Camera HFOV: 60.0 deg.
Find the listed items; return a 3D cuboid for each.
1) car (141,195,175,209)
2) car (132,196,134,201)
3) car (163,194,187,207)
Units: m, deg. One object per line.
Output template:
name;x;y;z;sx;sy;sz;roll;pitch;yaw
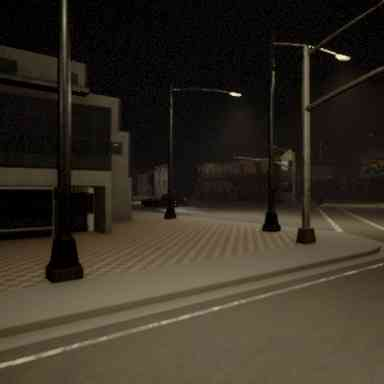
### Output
car;-4.492;1.357;41.695;1.895;1.301;4.718;0;1;-36
car;-11.777;0.911;57.777;1.895;1.301;4.718;0;2;-36
car;-2.611;1.070;45.069;2.097;1.767;4.553;0;1;-36
